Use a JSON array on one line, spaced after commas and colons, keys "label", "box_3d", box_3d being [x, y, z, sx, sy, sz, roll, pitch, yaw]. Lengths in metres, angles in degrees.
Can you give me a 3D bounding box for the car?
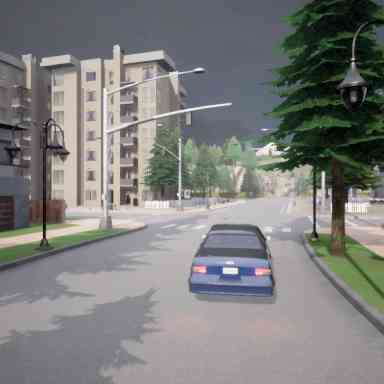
[{"label": "car", "box_3d": [1.133, 1.547, 8.810, 2.033, 1.411, 5.357, 0, 0, 9]}]
